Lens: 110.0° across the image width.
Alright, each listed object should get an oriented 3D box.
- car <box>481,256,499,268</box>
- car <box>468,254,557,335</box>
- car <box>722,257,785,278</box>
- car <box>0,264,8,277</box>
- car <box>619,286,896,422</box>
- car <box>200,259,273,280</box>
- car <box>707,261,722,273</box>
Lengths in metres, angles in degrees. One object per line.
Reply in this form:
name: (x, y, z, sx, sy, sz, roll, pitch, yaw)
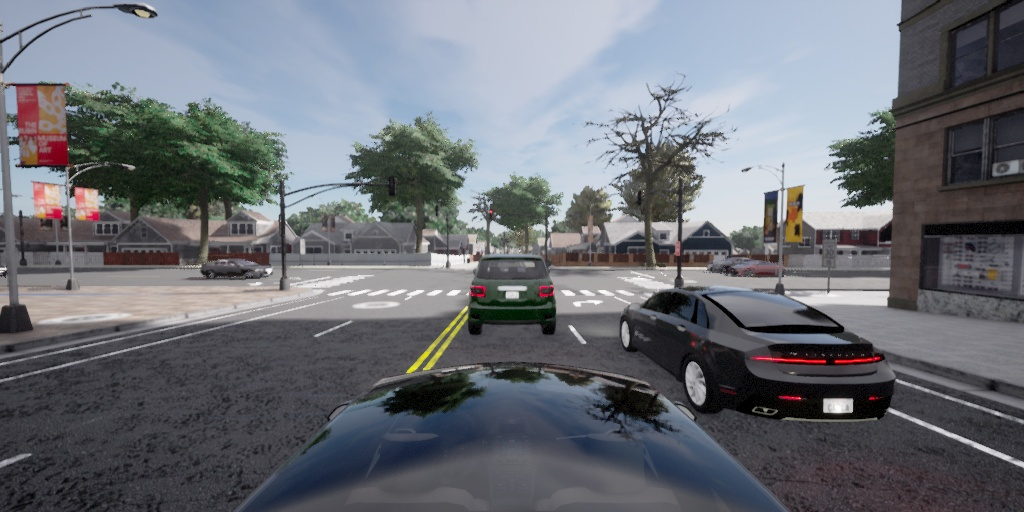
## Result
car: (-2.950, 0.762, 49.979, 2.128, 1.511, 4.902, 0, 0, 1)
car: (-0.011, 0.958, 10.615, 2.150, 2.045, 5.566, 0, 0, 0)
car: (21.028, 1.096, 30.930, 4.181, 1.385, 1.994, 0, 2, 0)
car: (-42.071, 0.952, 27.833, 4.902, 1.511, 2.128, 0, 2, 1)
car: (3.259, 1.247, 6.000, 1.837, 1.490, 4.892, 0, 0, 0)
car: (-21.188, 1.004, 27.693, 4.902, 1.511, 2.128, 0, 2, 0)
car: (21.277, 0.896, 34.173, 4.902, 1.511, 2.128, 0, 2, 0)
